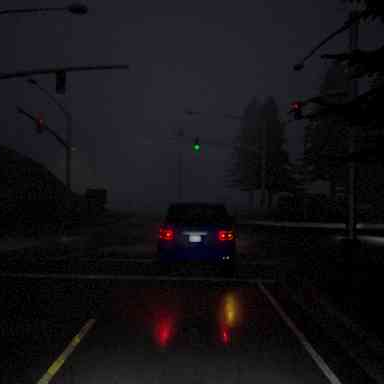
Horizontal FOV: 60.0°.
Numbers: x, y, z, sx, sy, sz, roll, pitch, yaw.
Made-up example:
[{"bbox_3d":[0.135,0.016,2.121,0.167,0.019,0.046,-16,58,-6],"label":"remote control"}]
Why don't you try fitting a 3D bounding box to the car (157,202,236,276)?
[{"bbox_3d":[0.282,1.375,11.030,2.150,2.045,5.566,1,-2,4],"label":"car"}]
